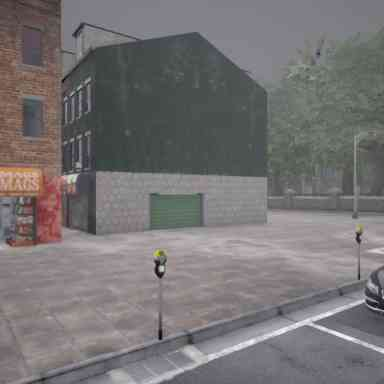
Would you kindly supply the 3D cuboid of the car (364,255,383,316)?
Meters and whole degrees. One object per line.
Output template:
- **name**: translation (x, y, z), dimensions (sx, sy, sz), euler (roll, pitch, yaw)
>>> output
- **car**: translation (5.046, 1.551, 6.424), dimensions (4.403, 1.369, 2.008), euler (0, 0, -36)
